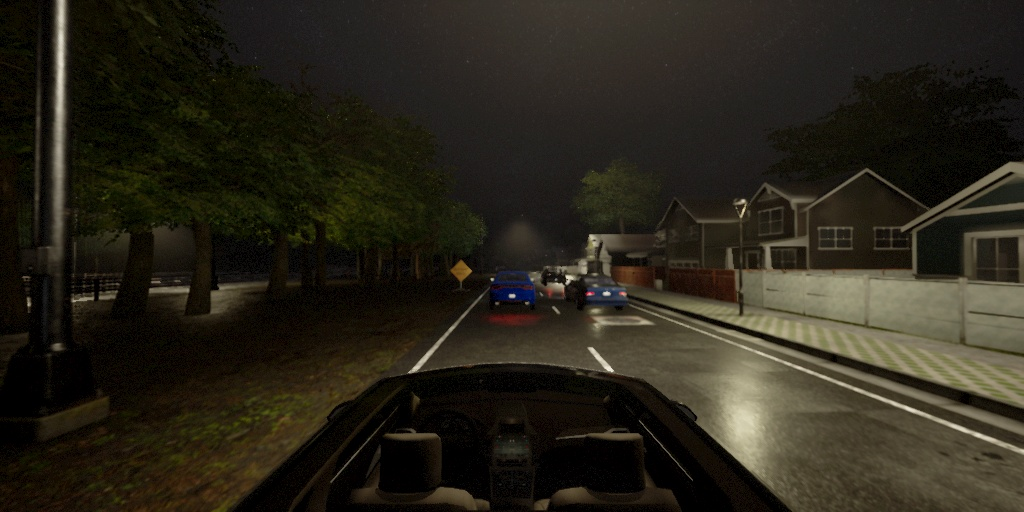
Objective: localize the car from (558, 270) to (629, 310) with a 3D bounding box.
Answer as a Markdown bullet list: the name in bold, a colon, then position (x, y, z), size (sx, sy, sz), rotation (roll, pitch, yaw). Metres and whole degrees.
- **car**: position (3.514, 1.487, 15.799), size (2.033, 1.411, 5.357), rotation (0, -1, 0)

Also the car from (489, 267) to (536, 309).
- **car**: position (0.019, 1.426, 16.286), size (1.882, 1.535, 5.008), rotation (0, -1, 0)

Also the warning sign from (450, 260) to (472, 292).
- **warning sign**: position (-3.032, 1.157, 21.231), size (1.300, 1.860, 1.060), rotation (0, 0, 0)

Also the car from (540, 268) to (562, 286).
- **car**: position (3.531, 1.759, 31.117), size (2.128, 1.511, 4.902), rotation (0, -1, 0)
